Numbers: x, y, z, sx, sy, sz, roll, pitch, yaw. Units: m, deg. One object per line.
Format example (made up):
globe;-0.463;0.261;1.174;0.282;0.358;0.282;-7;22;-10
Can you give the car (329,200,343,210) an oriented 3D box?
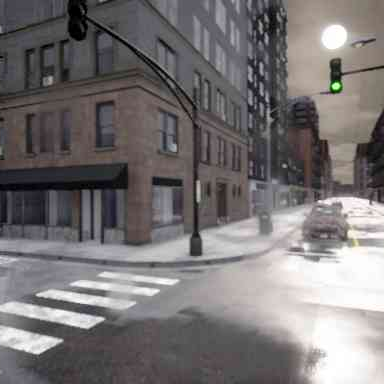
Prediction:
car;22.485;2.011;51.684;1.895;1.301;4.718;-1;-1;24

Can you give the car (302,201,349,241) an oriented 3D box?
car;7.117;1.506;17.693;2.097;1.767;4.553;-1;-1;24
